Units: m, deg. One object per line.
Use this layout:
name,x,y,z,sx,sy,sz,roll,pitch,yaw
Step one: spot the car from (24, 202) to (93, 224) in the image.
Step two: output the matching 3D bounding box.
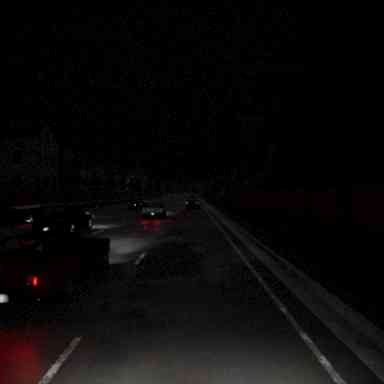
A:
car,-6.893,1.505,18.181,1.837,1.490,4.892,0,0,0

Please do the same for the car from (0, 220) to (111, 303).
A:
car,-3.397,1.601,8.122,1.895,1.301,4.718,0,0,0

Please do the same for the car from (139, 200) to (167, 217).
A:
car,-3.390,1.601,30.842,1.895,1.301,4.718,0,0,0

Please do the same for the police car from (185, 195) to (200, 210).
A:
police car,0.093,1.509,44.142,2.038,1.542,4.974,0,0,1

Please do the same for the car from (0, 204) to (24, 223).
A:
car,-13.303,1.547,22.586,2.033,1.411,5.357,0,0,4

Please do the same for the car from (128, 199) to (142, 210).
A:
car,-6.887,1.564,42.224,1.994,1.385,4.181,0,0,0
